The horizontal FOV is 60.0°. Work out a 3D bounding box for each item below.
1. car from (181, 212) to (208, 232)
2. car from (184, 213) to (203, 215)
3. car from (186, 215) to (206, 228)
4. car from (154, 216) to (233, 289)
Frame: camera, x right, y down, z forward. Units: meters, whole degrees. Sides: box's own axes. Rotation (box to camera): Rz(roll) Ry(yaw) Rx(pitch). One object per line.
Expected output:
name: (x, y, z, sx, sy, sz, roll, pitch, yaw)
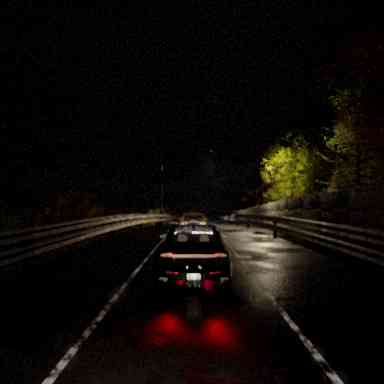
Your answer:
car: (0.208, 2.527, 28.733, 2.128, 1.511, 4.902, 0, -4, 1)
car: (0.112, 2.144, 22.213, 1.882, 1.535, 5.008, 0, -3, 0)
car: (0.455, 3.058, 34.922, 1.895, 1.301, 4.718, 0, -4, 2)
car: (0.046, 1.668, 9.592, 2.128, 1.511, 4.902, 0, -2, 0)
